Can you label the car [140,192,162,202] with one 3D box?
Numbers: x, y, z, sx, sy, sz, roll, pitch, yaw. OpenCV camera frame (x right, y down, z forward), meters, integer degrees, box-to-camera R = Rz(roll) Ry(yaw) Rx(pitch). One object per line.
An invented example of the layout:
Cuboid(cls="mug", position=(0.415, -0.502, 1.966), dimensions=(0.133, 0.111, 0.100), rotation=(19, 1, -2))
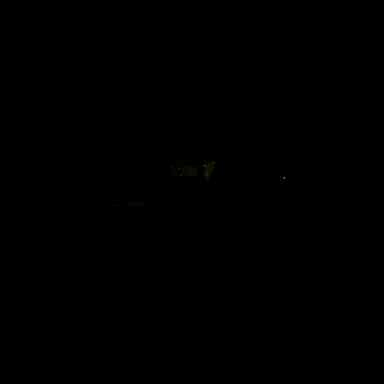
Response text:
Cuboid(cls="car", position=(-8.415, 1.112, 69.448), dimensions=(2.150, 2.045, 5.566), rotation=(0, -1, 35))
